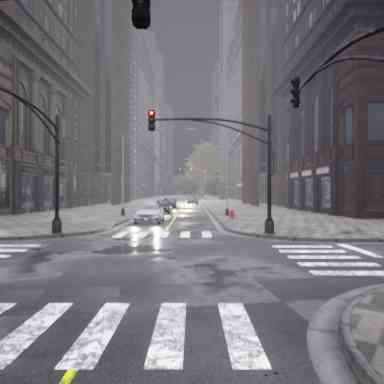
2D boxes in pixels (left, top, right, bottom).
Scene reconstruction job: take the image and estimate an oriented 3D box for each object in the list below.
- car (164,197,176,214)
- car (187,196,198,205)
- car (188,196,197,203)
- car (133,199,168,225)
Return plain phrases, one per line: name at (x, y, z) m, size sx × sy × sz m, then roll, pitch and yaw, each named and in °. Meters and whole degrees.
car at (-3.075, 1.538, 34.873) m, size 2.033 × 1.411 × 5.357 m, roll 0°, pitch 0°, yaw 0°
car at (0.133, 1.557, 59.379) m, size 2.033 × 1.411 × 5.357 m, roll 0°, pitch 0°, yaw 0°
car at (0.152, 1.545, 69.729) m, size 1.812 × 1.442 × 4.674 m, roll 0°, pitch 0°, yaw 0°
car at (-3.082, 1.516, 24.463) m, size 1.812 × 1.442 × 4.674 m, roll 0°, pitch 0°, yaw 0°
